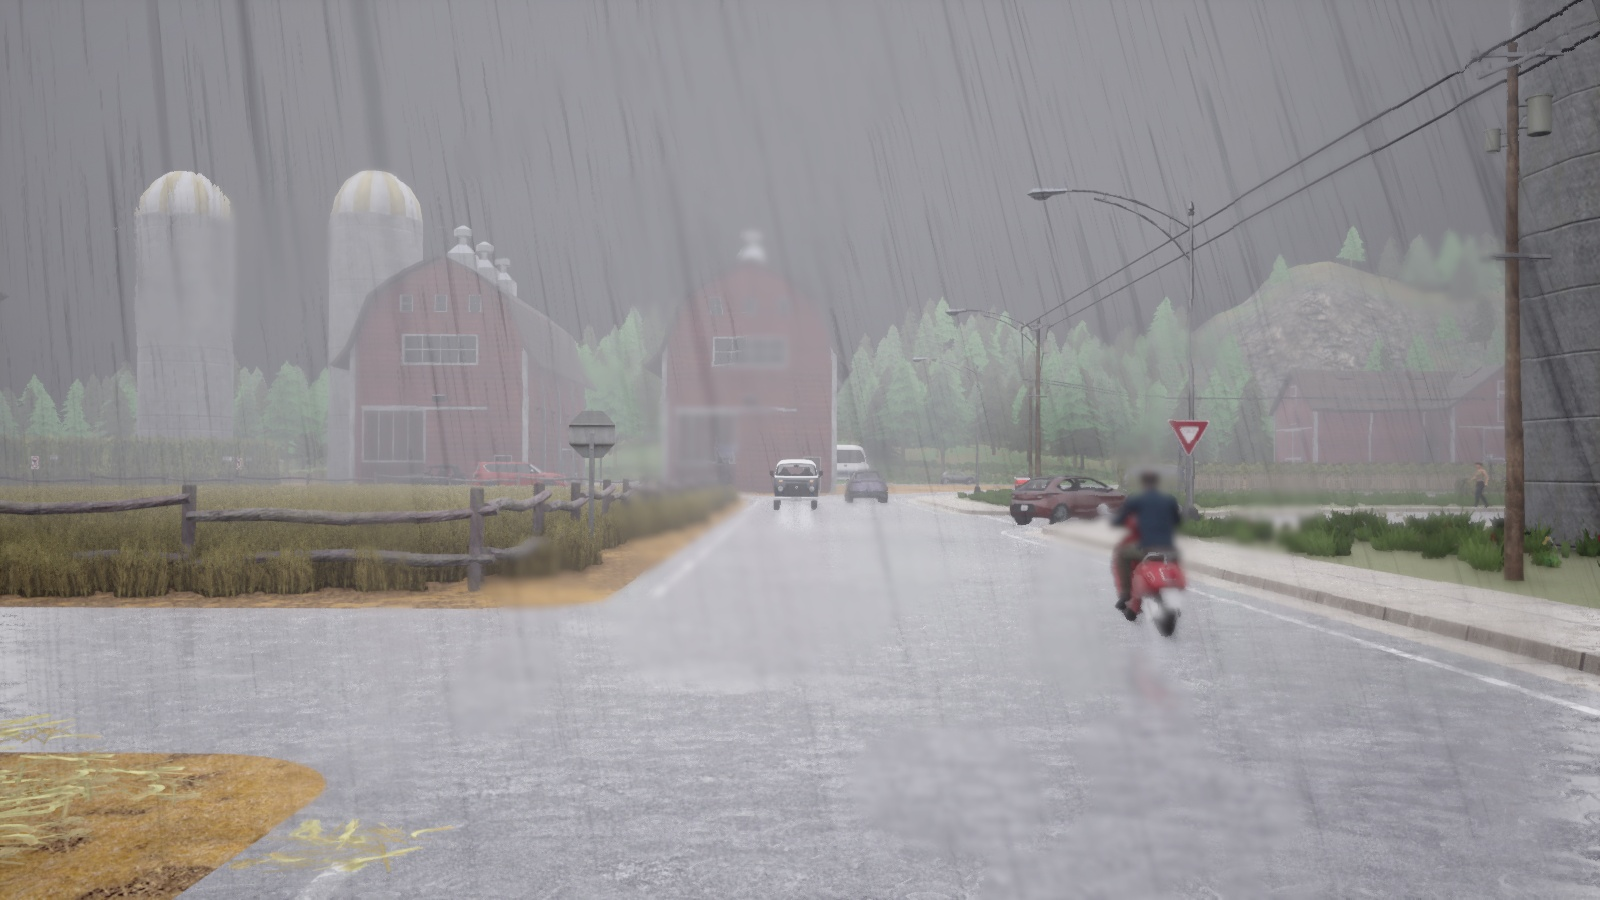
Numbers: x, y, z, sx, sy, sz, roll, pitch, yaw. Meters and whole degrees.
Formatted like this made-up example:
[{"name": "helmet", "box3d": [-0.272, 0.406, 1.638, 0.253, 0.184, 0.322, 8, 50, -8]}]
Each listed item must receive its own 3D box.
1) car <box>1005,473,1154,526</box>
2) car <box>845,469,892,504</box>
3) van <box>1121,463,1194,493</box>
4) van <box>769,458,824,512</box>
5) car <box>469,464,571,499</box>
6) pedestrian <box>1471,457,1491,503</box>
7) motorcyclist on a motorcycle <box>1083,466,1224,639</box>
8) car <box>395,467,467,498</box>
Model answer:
[{"name": "car", "box3d": [8.231, 1.414, 36.945, 4.193, 1.474, 1.816, 0, -1, -32]}, {"name": "car", "box3d": [3.315, 1.765, 61.698, 2.033, 1.649, 4.856, 0, -1, 0]}, {"name": "van", "box3d": [24.264, 1.896, 85.368, 4.442, 1.987, 1.775, -1, -1, 4]}, {"name": "van", "box3d": [-0.137, 1.383, 50.392, 2.069, 2.038, 4.480, 0, -1, 0]}, {"name": "car", "box3d": [-16.379, 1.832, 73.598, 5.566, 2.045, 2.150, 0, -1, -3]}, {"name": "pedestrian", "box3d": [27.035, 1.197, 49.862, 0.594, 1.836, 0.345, 0, -1, -2]}, {"name": "motorcyclist on a motorcycle", "box3d": [3.465, 0.963, 12.494, 0.866, 1.590, 1.817, 0, -1, 0]}, {"name": "car", "box3d": [-22.508, 1.986, 76.738, 3.866, 1.878, 1.905, 0, -1, -3]}]
